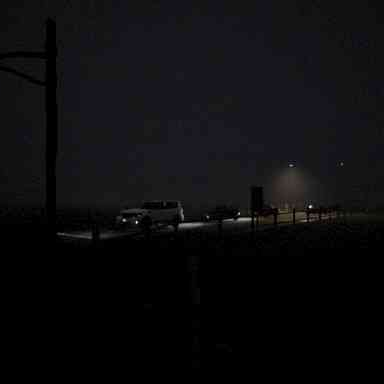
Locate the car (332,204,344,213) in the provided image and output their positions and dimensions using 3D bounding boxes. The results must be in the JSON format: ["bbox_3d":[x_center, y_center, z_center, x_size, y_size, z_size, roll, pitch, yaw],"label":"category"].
[{"bbox_3d":[23.367,2.671,54.188,1.812,1.442,4.674,0,-1,37],"label":"car"}]

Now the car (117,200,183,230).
[{"bbox_3d":[-2.910,1.611,24.585,2.150,2.045,5.566,0,-1,36],"label":"car"}]

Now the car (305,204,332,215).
[{"bbox_3d":[17.172,2.485,45.757,2.033,1.411,5.357,0,-1,36],"label":"car"}]

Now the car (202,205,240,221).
[{"bbox_3d":[2.908,2.070,32.521,2.128,1.511,4.902,0,-1,36],"label":"car"}]

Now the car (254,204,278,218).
[{"bbox_3d":[8.943,2.268,40.747,2.128,1.511,4.902,0,-1,36],"label":"car"}]
